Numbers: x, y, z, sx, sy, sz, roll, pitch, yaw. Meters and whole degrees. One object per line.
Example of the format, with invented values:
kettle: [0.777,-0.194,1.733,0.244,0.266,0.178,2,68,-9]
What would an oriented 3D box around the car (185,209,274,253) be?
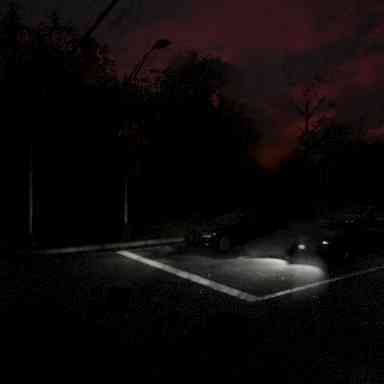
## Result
car: [2.011,1.510,13.989,5.008,1.535,1.882,0,0,-35]

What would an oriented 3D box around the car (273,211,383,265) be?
car: [5.192,1.601,11.952,4.181,1.385,1.994,0,0,-35]

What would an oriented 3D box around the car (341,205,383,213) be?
car: [9.772,1.551,19.448,4.902,1.511,2.128,0,0,-35]
